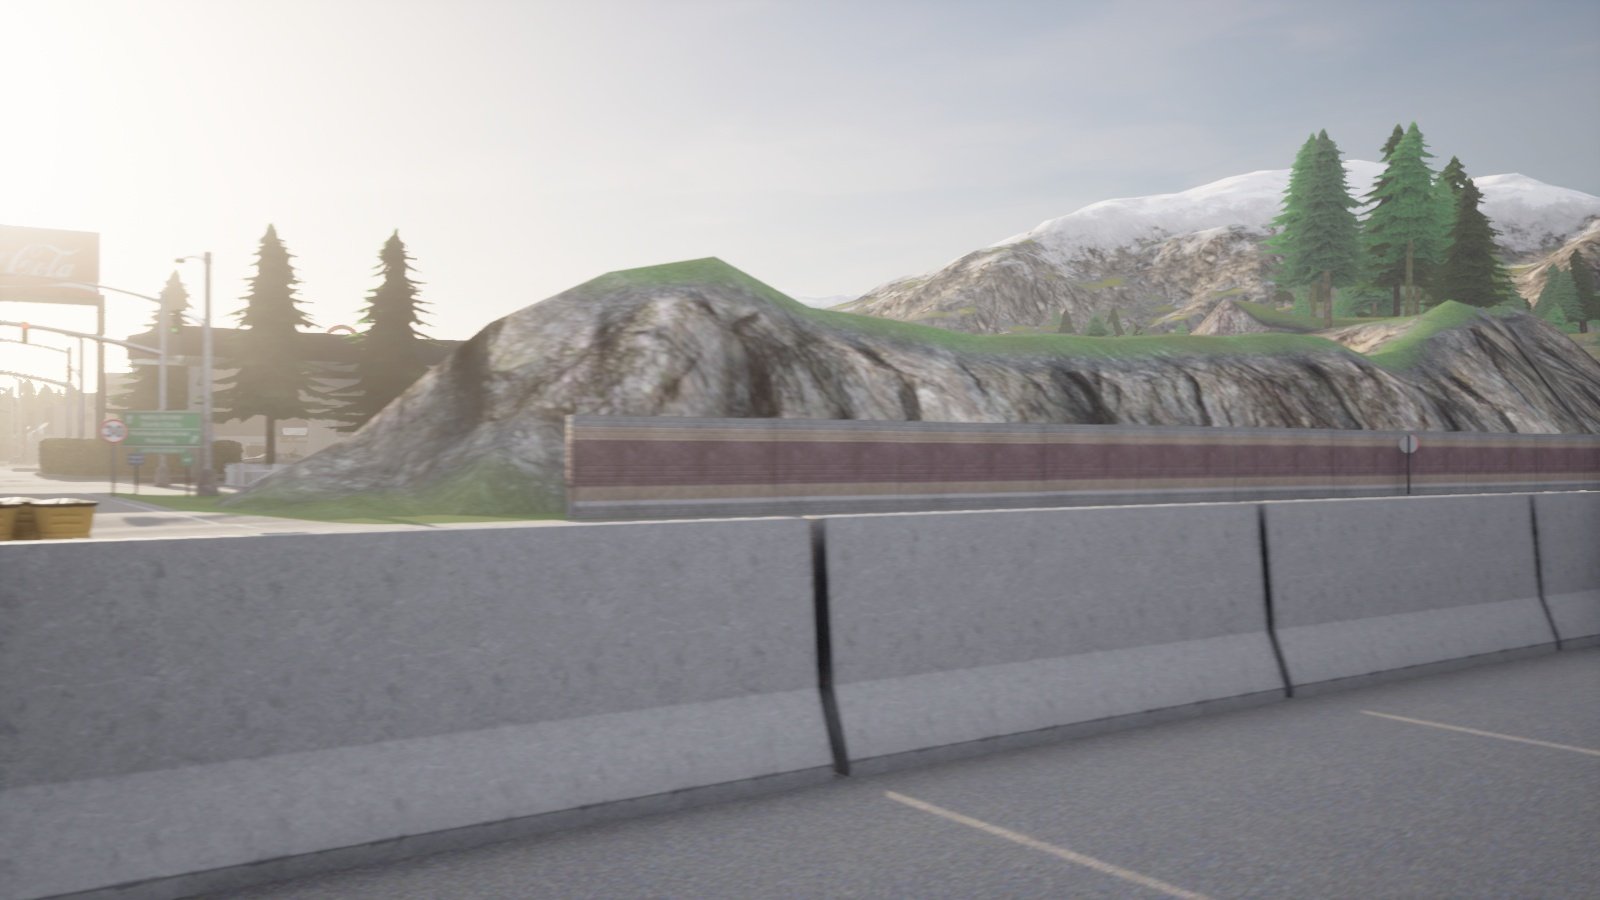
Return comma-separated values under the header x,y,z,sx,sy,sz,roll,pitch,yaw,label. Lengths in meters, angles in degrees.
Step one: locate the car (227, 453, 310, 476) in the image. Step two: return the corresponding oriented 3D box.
x,y,z,sx,sy,sz,roll,pitch,yaw,label
-36.428,0.986,86.163,4.902,1.511,2.128,0,0,-35,car
